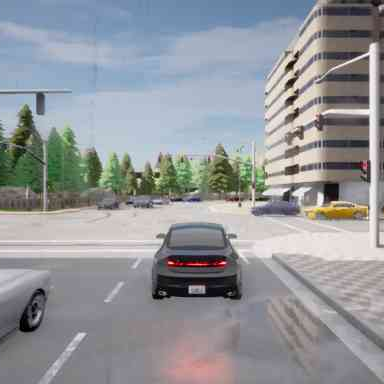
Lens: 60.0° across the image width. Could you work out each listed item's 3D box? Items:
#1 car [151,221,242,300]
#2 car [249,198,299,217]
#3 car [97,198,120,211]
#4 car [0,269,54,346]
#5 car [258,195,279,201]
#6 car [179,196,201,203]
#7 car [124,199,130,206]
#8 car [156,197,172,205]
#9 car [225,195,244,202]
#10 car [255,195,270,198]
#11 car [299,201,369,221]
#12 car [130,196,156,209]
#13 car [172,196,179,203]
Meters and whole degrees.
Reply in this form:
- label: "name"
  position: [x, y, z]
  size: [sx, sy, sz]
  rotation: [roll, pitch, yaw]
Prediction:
- label: "car"
  position: [0.116, 1.505, 8.390]
  size: [1.837, 1.490, 4.892]
  rotation: [0, 0, 1]
- label: "car"
  position: [7.777, 1.579, 31.035]
  size: [4.674, 1.442, 1.812]
  rotation: [0, 0, 0]
- label: "car"
  position: [-10.399, 1.502, 41.666]
  size: [1.837, 1.490, 4.892]
  rotation: [0, 1, 2]
- label: "car"
  position: [-3.426, 1.601, 3.869]
  size: [1.895, 1.301, 4.718]
  rotation: [0, 0, 0]
- label: "car"
  position: [18.507, 1.499, 80.625]
  size: [4.892, 1.490, 1.837]
  rotation: [0, 0, -22]
- label: "car"
  position: [-0.030, 1.477, 69.429]
  size: [1.882, 1.535, 5.008]
  rotation: [0, 0, 34]
- label: "car"
  position: [-9.412, 1.547, 55.475]
  size: [2.033, 1.411, 5.357]
  rotation: [0, 0, 12]
- label: "car"
  position: [-5.488, 1.600, 56.886]
  size: [1.895, 1.301, 4.718]
  rotation: [0, 0, 15]
- label: "car"
  position: [9.710, 1.477, 75.109]
  size: [5.008, 1.535, 1.882]
  rotation: [0, 0, -41]
- label: "car"
  position: [15.183, 1.595, 74.838]
  size: [4.718, 1.301, 1.895]
  rotation: [0, 0, -33]
- label: "car"
  position: [11.897, 1.533, 27.549]
  size: [5.008, 1.535, 1.882]
  rotation: [0, 0, 0]
- label: "car"
  position: [-6.757, 1.352, 46.477]
  size: [2.097, 1.767, 4.553]
  rotation: [0, 0, 3]
- label: "car"
  position: [-3.620, 1.595, 70.287]
  size: [1.895, 1.301, 4.718]
  rotation: [0, 0, 31]
